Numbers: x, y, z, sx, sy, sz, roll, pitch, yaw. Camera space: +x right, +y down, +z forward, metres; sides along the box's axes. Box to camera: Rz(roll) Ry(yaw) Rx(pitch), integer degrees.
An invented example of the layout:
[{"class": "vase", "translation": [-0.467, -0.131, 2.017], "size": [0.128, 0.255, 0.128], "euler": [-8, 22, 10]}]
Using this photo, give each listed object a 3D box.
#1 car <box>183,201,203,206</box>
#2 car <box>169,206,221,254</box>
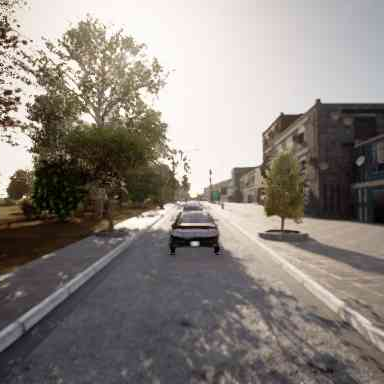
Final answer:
[{"class": "car", "translation": [0.093, 1.574, 31.074], "size": [1.812, 1.442, 4.674], "euler": [0, 1, 0]}, {"class": "car", "translation": [0.101, 1.521, 13.575], "size": [2.128, 1.511, 4.902], "euler": [0, 0, 0]}]
